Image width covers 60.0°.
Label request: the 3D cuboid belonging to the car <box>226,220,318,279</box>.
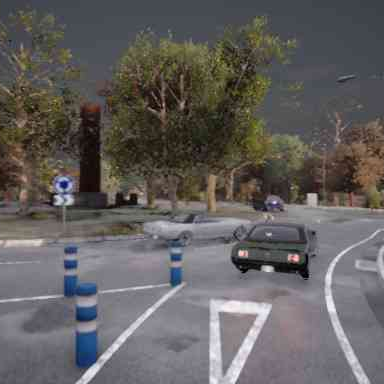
[{"bbox_3d":[2.726,1.555,10.074,1.895,1.301,4.718,0,1,24],"label":"car"}]

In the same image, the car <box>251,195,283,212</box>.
[{"bbox_3d":[7.777,1.069,34.786,2.097,1.767,4.553,0,1,-8],"label":"car"}]

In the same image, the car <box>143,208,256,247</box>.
[{"bbox_3d":[0.371,1.499,14.491,4.718,1.301,1.895,0,1,-34],"label":"car"}]
